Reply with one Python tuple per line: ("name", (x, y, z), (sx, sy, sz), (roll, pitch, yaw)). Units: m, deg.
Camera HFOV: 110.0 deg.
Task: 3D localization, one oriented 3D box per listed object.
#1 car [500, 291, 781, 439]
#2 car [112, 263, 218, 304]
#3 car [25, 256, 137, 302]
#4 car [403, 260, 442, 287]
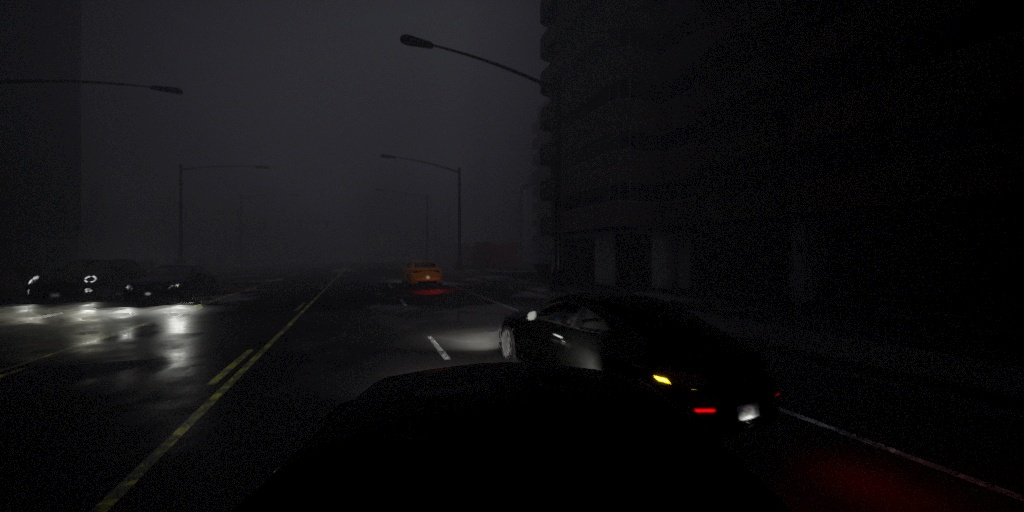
("car", (1.332, 1.267, 5.479), (1.812, 1.442, 4.674), (0, 0, -23))
("car", (-14.387, 1.093, 15.445), (1.812, 1.442, 4.674), (0, 1, -23))
("car", (-18.312, 0.894, 15.776), (2.097, 1.767, 4.553), (0, 1, -22))
("car", (-5.648, 1.007, 22.300), (1.882, 1.535, 5.008), (0, 1, -23))
